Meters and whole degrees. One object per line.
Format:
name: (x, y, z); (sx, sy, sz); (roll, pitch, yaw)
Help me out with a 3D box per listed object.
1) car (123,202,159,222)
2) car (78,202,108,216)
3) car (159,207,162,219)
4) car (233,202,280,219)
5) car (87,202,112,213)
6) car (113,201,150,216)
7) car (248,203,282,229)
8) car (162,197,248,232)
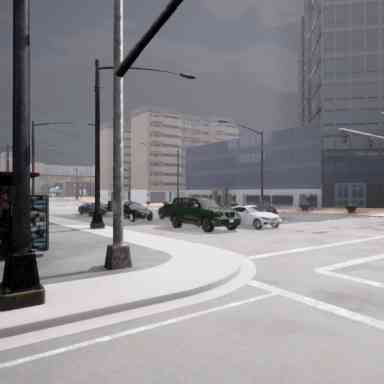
car: (-5.165, 1.741, 29.264); (1.837, 1.490, 4.892); (0, -1, -36)
car: (-11.411, 1.939, 37.880); (2.033, 1.411, 5.357); (0, -1, -36)
car: (-1.391, 1.740, 30.083); (1.812, 1.442, 4.674); (0, -1, -36)
car: (6.125, 1.742, 31.923); (1.994, 1.385, 4.181); (0, -1, -36)
car: (-12.734, 2.060, 45.719); (1.994, 1.385, 4.181); (0, -1, -35)
car: (-6.903, 1.841, 37.626); (2.128, 1.511, 4.902); (0, -1, -36)
car: (3.908, 1.635, 22.695); (1.812, 1.442, 4.674); (0, -1, -35)
car: (0.641, 1.335, 21.264); (2.150, 2.045, 5.566); (0, -1, -36)
